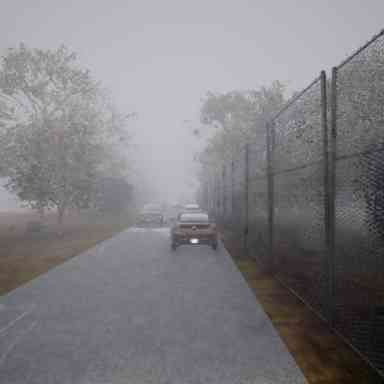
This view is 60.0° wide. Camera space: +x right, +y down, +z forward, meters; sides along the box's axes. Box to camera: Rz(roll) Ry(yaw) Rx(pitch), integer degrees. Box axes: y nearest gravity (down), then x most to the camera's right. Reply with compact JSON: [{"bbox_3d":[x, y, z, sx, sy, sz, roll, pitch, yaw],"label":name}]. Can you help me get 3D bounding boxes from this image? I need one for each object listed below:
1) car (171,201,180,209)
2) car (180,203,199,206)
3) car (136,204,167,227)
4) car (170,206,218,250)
[{"bbox_3d":[-3.065,2.599,65.068,1.882,1.535,5.008,0,-2,0],"label":"car"},{"bbox_3d":[0.029,1.813,31.969,1.812,1.442,4.674,0,-1,0],"label":"car"},{"bbox_3d":[-2.891,1.680,24.552,1.837,1.490,4.892,0,-1,0],"label":"car"},{"bbox_3d":[0.085,1.572,14.656,1.837,1.490,4.892,0,-1,0],"label":"car"}]
